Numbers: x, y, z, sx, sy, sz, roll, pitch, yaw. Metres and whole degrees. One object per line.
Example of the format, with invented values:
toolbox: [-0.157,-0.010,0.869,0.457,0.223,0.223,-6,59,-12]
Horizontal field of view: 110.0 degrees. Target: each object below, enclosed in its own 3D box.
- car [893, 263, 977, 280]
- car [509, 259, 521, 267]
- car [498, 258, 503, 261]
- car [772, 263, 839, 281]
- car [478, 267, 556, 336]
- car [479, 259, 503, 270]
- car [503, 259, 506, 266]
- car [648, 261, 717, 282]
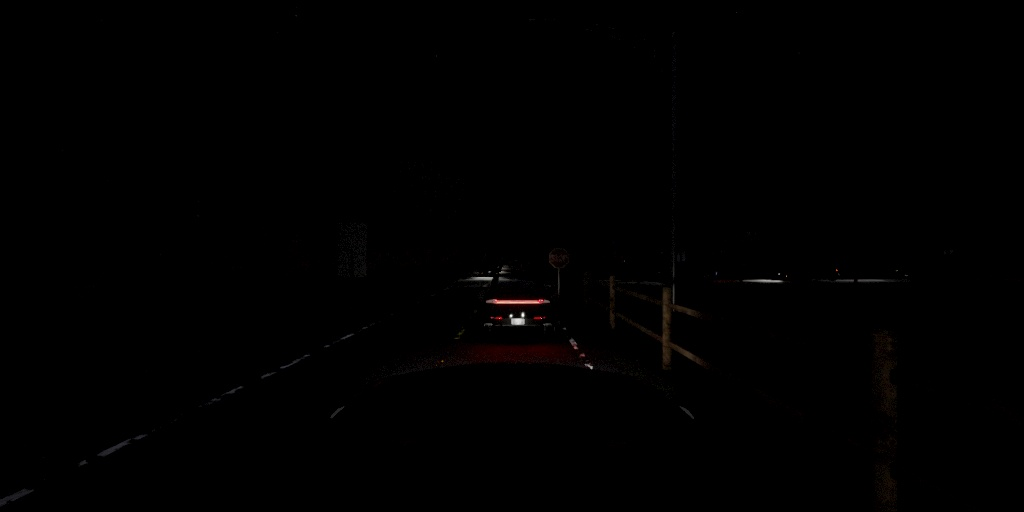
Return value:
car: [32.953,1.212,28.038,4.718,1.301,1.895,0,0,-1]
car: [0.477,1.219,64.283,1.812,1.442,4.674,0,0,0]
car: [-2.557,1.287,47.870,1.994,1.385,4.181,0,0,1]
car: [22.801,1.219,27.928,4.181,1.385,1.994,0,0,0]
car: [0.148,1.241,10.377,2.128,1.511,4.902,0,0,0]
car: [-2.255,1.303,35.427,1.994,1.385,4.181,0,0,-5]
car: [-2.433,1.206,60.295,1.837,1.490,4.892,0,0,1]
car: [13.144,1.173,27.793,5.008,1.535,1.882,0,0,-2]
